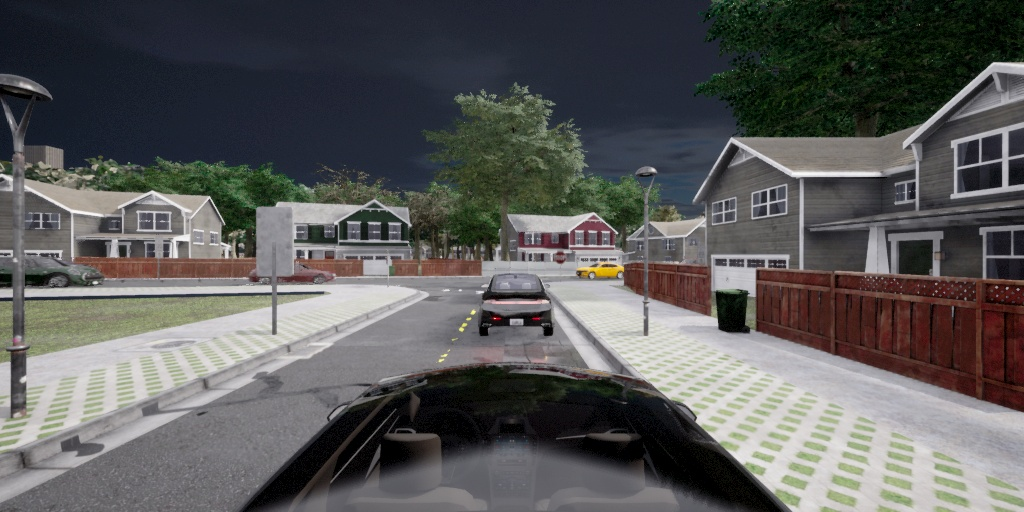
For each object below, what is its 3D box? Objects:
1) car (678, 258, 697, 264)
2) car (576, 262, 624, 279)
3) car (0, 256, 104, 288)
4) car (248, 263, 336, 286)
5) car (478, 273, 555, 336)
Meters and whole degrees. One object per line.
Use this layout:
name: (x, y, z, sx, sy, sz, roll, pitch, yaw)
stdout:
car: (18.802, 1.190, 37.279, 5.566, 2.045, 2.150, 0, 0, -20)
car: (8.347, 1.337, 33.466, 5.008, 1.535, 1.882, 1, 0, -21)
car: (-24.413, 0.808, 18.434, 4.553, 1.767, 2.097, 1, 0, -20)
car: (-13.520, 1.121, 22.280, 4.674, 1.442, 1.812, 1, 0, -17)
car: (0.104, 1.240, 10.314, 2.128, 1.511, 4.902, 0, 0, 0)
